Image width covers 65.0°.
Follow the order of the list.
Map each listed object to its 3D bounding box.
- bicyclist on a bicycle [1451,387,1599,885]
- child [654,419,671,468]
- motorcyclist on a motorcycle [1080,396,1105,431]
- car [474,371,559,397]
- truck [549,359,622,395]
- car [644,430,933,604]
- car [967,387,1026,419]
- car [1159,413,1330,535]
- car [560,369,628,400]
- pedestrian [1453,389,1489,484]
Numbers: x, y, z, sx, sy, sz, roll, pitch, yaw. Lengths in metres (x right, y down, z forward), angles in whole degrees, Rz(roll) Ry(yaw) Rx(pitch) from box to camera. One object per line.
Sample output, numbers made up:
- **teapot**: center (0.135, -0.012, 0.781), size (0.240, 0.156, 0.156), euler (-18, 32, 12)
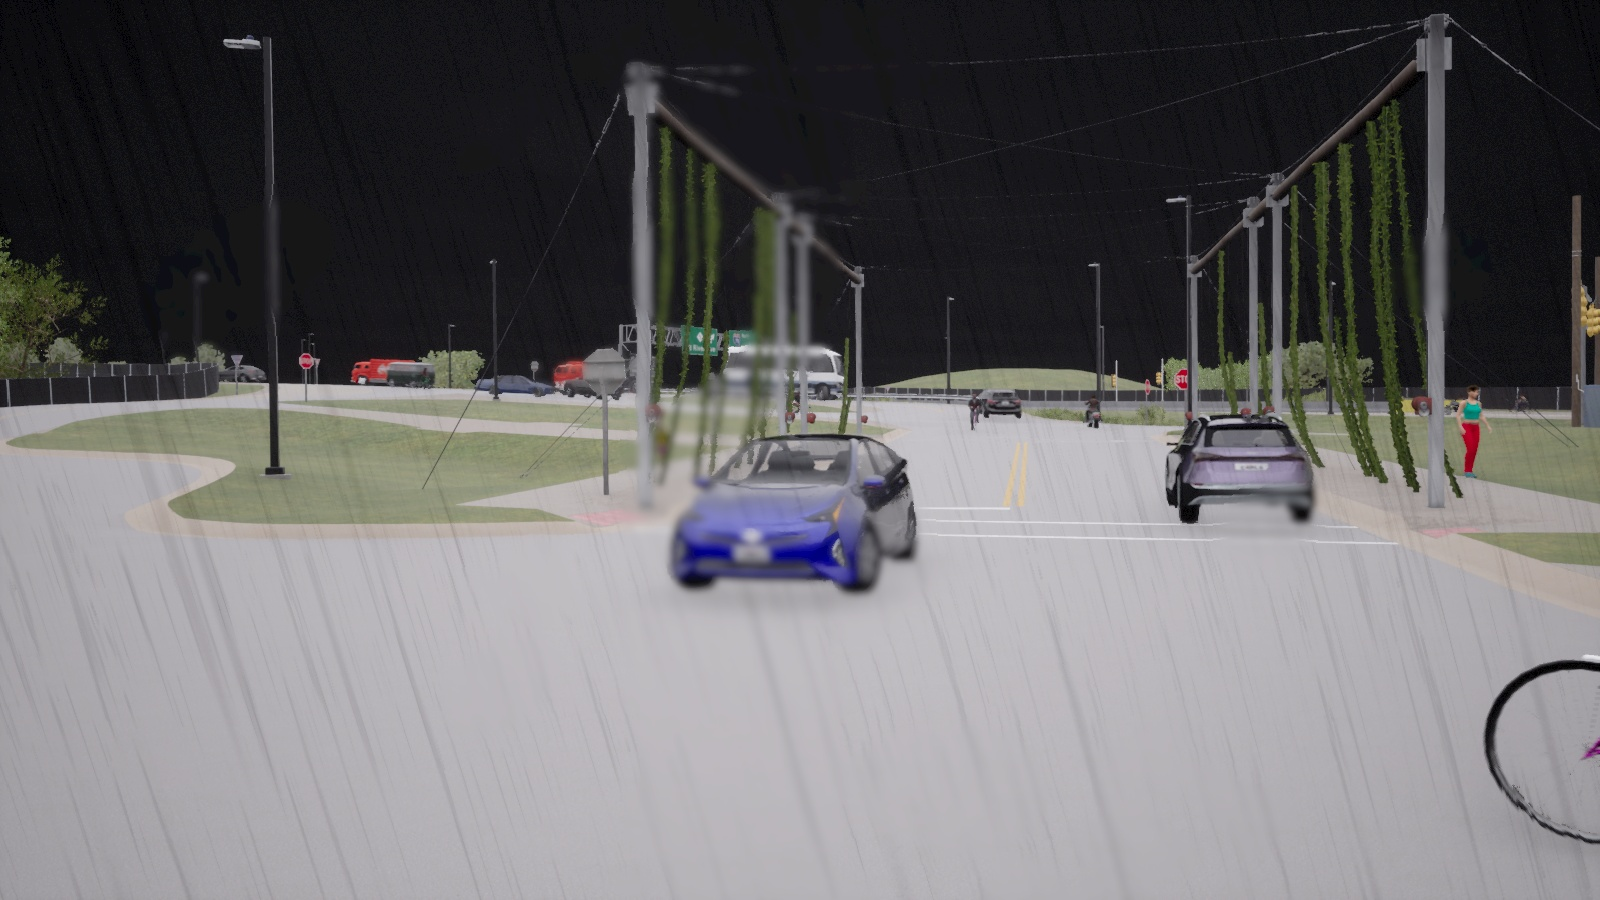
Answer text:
- **bicyclist on a bicycle**: center (3.416, 0.670, 4.462), size (1.843, 1.776, 0.659), euler (1, 1, 38)
- **child**: center (-3.287, -0.151, 30.057), size (0.299, 1.160, 0.473), euler (0, 1, 8)
- **motorcyclist on a motorcycle**: center (13.878, -1.745, 59.668), size (0.766, 1.649, 2.350), euler (0, 2, 3)
- **car**: center (-19.202, -4.503, 85.213), size (5.357, 1.411, 2.033), euler (3, 3, -3)
- **truck**: center (-16.564, -5.608, 97.096), size (2.627, 2.467, 5.204), euler (4, 3, 33)
- **car**: center (0.100, 0.557, 13.562), size (2.007, 1.525, 4.514), euler (0, 1, 15)
- **car**: center (11.454, -2.773, 73.535), size (2.242, 1.667, 4.611), euler (0, 4, -6)
- **car**: center (6.956, 0.258, 20.172), size (2.033, 1.649, 4.856), euler (0, 2, 13)
- **car**: center (-14.287, -4.559, 86.948), size (4.605, 1.855, 1.932), euler (6, 4, 36)
- **pedestrian**: center (13.169, -0.270, 24.660), size (0.345, 1.836, 0.594), euler (0, 1, -6)
